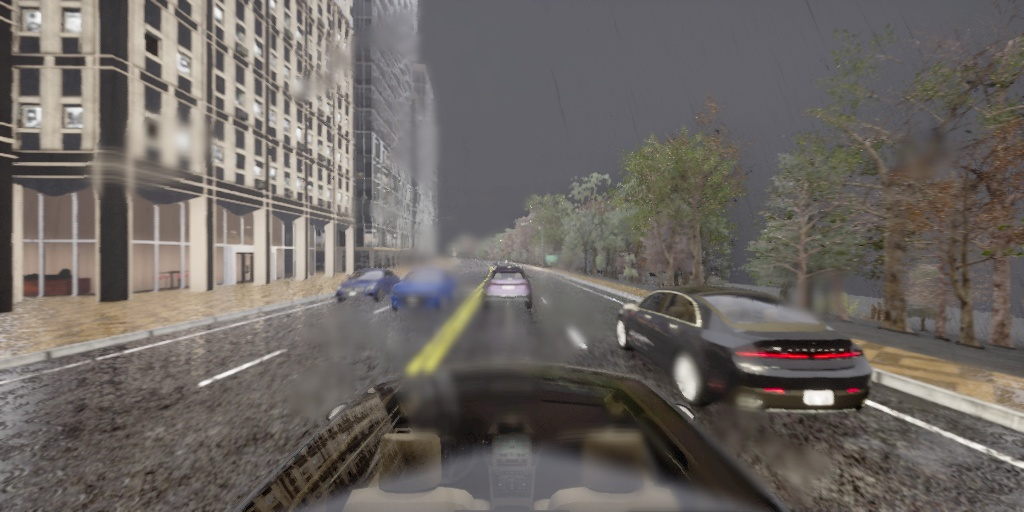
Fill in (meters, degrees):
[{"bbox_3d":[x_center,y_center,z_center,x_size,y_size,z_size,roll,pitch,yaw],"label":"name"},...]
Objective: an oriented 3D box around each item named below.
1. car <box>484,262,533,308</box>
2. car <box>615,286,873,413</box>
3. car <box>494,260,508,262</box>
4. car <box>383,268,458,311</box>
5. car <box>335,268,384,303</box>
[{"bbox_3d":[-0.171,1.227,15.538,2.033,1.649,4.856,0,0,-1],"label":"car"},{"bbox_3d":[3.242,1.266,6.230,1.837,1.490,4.892,0,0,0],"label":"car"},{"bbox_3d":[-1.311,1.394,52.530,2.128,1.511,4.902,0,0,-3],"label":"car"},{"bbox_3d":[-3.453,1.276,14.887,1.882,1.535,5.008,0,0,-1],"label":"car"},{"bbox_3d":[-6.740,1.336,17.413,1.812,1.442,4.674,0,0,-1],"label":"car"}]
